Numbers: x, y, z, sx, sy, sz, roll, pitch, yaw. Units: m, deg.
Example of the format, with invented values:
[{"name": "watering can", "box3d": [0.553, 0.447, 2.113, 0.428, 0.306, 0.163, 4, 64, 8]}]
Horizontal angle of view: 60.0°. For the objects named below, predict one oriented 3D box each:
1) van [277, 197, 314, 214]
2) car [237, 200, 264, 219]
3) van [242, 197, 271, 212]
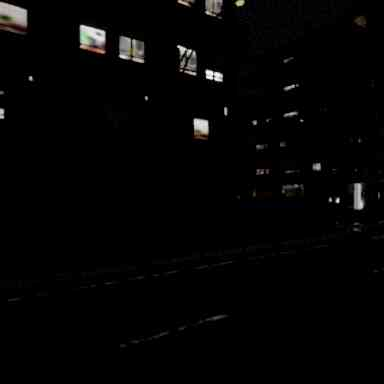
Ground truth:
[{"name": "van", "box3d": [10.824, 1.386, 35.141, 1.690, 1.788, 3.998, -2, 0, -36]}, {"name": "car", "box3d": [4.077, 1.718, 30.238, 1.802, 1.307, 4.206, -2, 0, -36]}, {"name": "van", "box3d": [7.518, 1.458, 39.663, 1.690, 1.788, 3.998, -2, 0, -36]}]
